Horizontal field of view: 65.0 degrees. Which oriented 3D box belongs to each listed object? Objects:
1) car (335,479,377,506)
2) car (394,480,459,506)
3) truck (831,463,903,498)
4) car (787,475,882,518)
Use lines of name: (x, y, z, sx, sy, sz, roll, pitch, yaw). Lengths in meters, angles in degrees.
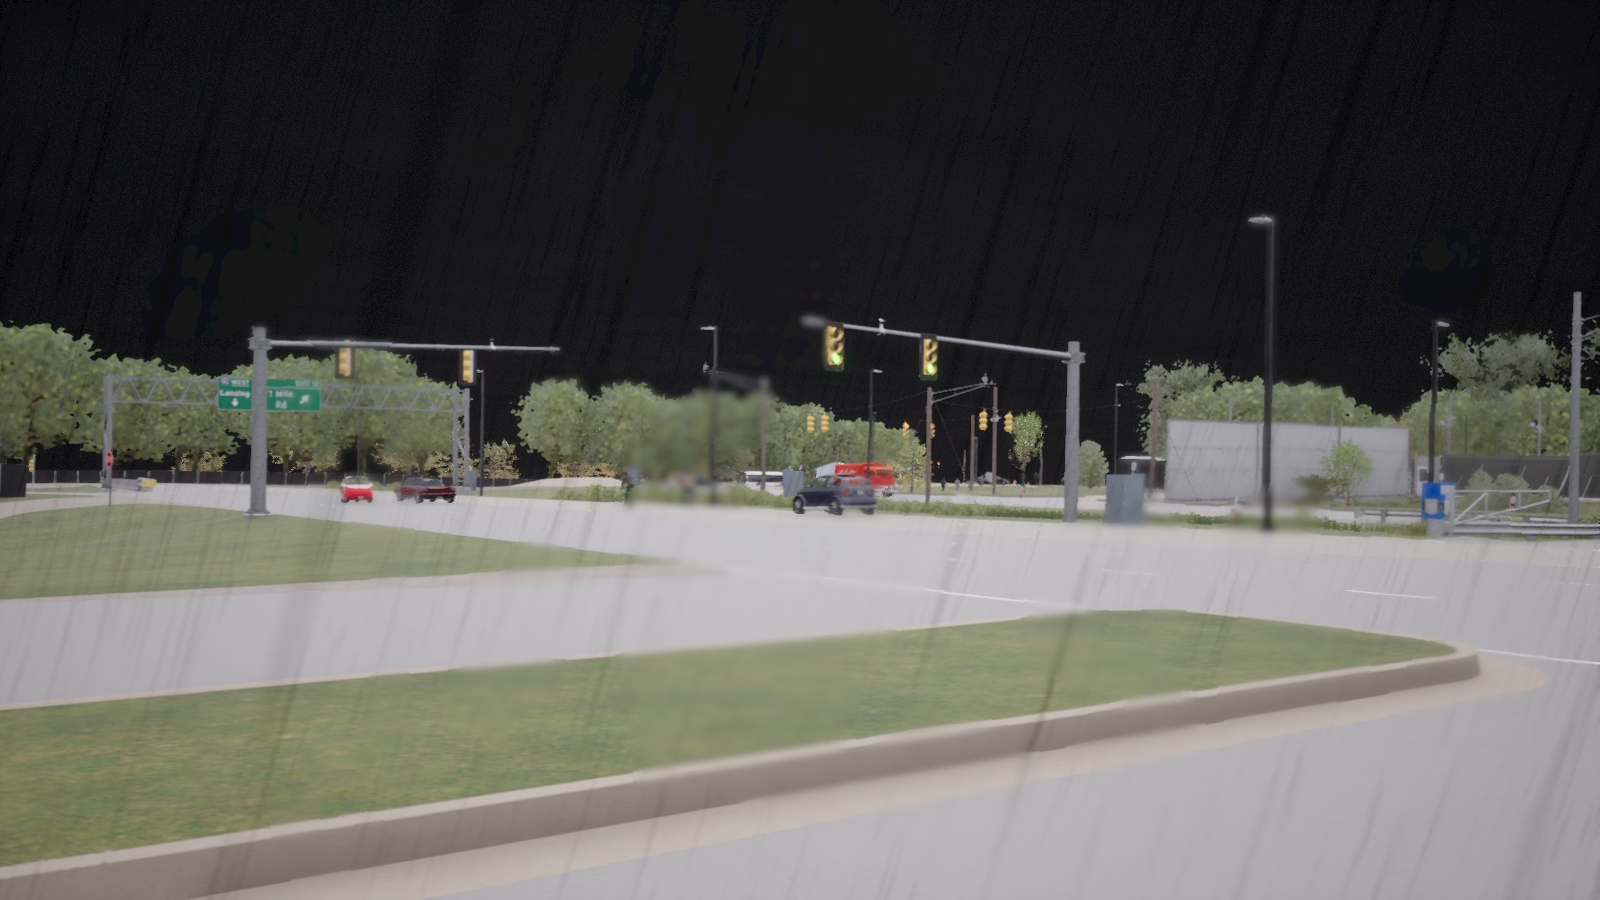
car: (-22.605, 2.152, 63.933, 1.481, 1.376, 2.207, 1, -2, -34)
car: (-19.602, 2.221, 65.742, 1.895, 1.301, 4.718, 1, -1, -34)
truck: (4.869, 2.195, 91.632, 2.627, 2.467, 5.204, 1, -1, -34)
car: (1.272, 1.717, 47.723, 1.789, 1.549, 3.705, 1, -1, -34)
